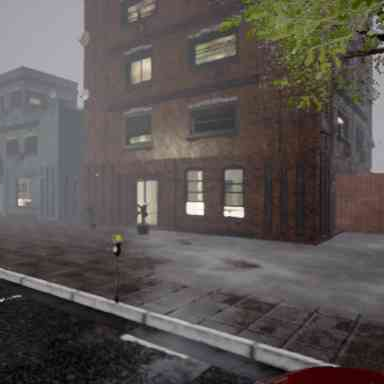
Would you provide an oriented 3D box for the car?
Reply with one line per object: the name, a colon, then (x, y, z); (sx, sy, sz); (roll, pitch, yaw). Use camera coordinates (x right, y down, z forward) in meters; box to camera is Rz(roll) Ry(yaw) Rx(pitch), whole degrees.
car: (2.148, 1.588, 1.340); (4.206, 1.307, 1.802); (0, 0, 36)
